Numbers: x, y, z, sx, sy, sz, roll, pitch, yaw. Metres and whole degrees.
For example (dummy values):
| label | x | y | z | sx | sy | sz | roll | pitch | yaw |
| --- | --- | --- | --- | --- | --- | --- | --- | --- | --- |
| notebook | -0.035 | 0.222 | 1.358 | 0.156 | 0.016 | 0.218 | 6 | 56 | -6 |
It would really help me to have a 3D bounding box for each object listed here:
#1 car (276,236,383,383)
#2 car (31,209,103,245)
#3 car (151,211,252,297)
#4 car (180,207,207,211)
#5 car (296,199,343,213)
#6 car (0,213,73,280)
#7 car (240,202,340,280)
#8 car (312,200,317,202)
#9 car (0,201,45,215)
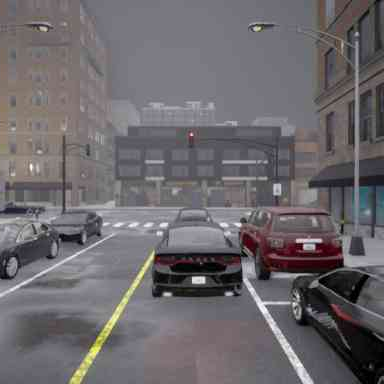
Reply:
| label | x | y | z | sx | sy | sz | roll | pitch | yaw |
| --- | --- | --- | --- | --- | --- | --- | --- | --- | --- |
| car | 2.631 | 1.565 | 4.177 | 1.947 | 1.339 | 4.313 | 0 | 0 | 0 |
| car | -5.406 | 1.563 | 15.493 | 1.947 | 1.339 | 4.313 | 0 | 0 | 0 |
| car | 0.064 | 1.476 | 8.616 | 1.882 | 1.535 | 5.008 | 0 | 0 | -1 |
| car | 0.062 | 1.502 | 16.162 | 1.837 | 1.490 | 4.892 | 0 | 0 | 0 |
| car | 14.447 | 1.600 | 37.836 | 4.674 | 1.442 | 1.812 | 0 | 0 | 0 |
| car | -5.400 | 1.549 | 9.831 | 2.008 | 1.369 | 4.403 | 0 | 0 | 0 |
| car | 2.625 | 1.313 | 9.840 | 2.192 | 1.841 | 5.009 | 0 | 0 | 0 |
| car | 15.258 | 1.301 | 34.610 | 5.566 | 2.045 | 2.150 | 0 | 0 | 0 |
| car | -16.201 | 1.525 | 30.979 | 4.718 | 1.301 | 1.895 | 0 | 0 | 0 |
